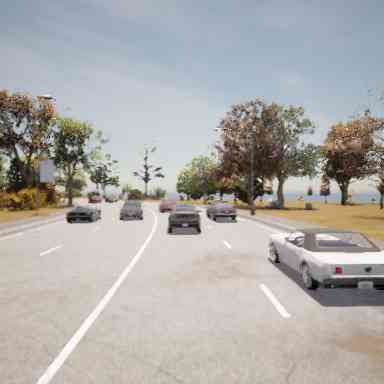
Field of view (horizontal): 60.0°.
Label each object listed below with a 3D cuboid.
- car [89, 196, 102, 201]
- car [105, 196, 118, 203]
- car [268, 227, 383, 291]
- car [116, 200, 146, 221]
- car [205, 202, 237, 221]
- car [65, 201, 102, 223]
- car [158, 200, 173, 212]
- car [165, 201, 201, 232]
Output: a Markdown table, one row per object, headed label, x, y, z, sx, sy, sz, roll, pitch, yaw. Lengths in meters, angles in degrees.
| label | x | y | z | sx | sy | sz | roll | pitch | yaw |
| --- | --- | --- | --- | --- | --- | --- | --- | --- | --- |
| car | -18.721 | 1.488 | 64.498 | 1.882 | 1.535 | 5.008 | 0 | 0 | -25 |
| car | -16.269 | 1.518 | 67.464 | 2.128 | 1.511 | 4.902 | 0 | 0 | -26 |
| car | 3.483 | 1.602 | 8.975 | 1.895 | 1.301 | 4.718 | 0 | 0 | -1 |
| car | -4.940 | 1.509 | 27.763 | 1.837 | 1.490 | 4.892 | 0 | 0 | -7 |
| car | 2.354 | 1.555 | 27.683 | 2.033 | 1.411 | 5.357 | 0 | 0 | -6 |
| car | -8.184 | 1.604 | 25.488 | 1.895 | 1.301 | 4.718 | 0 | 0 | -6 |
| car | -2.788 | 1.572 | 38.165 | 1.994 | 1.385 | 4.181 | 0 | 0 | -11 |
| car | -0.516 | 1.509 | 20.135 | 1.837 | 1.490 | 4.892 | 0 | 0 | -3 |
